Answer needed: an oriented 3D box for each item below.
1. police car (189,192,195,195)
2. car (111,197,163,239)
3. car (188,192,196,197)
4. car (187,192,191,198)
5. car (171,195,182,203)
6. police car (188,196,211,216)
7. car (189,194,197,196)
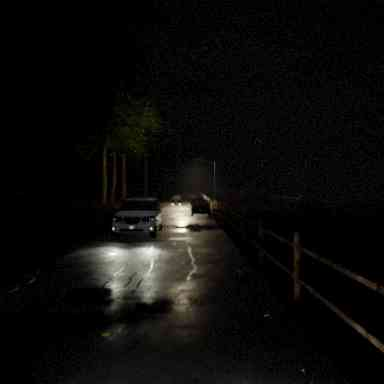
[{"bbox_3d":[0.843,1.316,49.224,1.930,1.638,5.238,0,1,0],"label":"police car"},{"bbox_3d":[-2.844,1.312,18.416,2.150,2.045,5.566,0,0,0],"label":"car"},{"bbox_3d":[0.033,0.689,88.754,1.994,1.385,4.181,0,1,0],"label":"car"},{"bbox_3d":[0.025,1.150,67.867,2.033,1.411,5.357,0,1,0],"label":"car"},{"bbox_3d":[-2.756,1.282,60.082,2.033,1.411,5.357,0,1,1],"label":"car"},{"bbox_3d":[0.837,1.486,33.222,1.930,1.638,5.238,0,0,0],"label":"police car"},{"bbox_3d":[0.840,1.449,43.113,1.882,1.535,5.008,0,1,0],"label":"car"}]
